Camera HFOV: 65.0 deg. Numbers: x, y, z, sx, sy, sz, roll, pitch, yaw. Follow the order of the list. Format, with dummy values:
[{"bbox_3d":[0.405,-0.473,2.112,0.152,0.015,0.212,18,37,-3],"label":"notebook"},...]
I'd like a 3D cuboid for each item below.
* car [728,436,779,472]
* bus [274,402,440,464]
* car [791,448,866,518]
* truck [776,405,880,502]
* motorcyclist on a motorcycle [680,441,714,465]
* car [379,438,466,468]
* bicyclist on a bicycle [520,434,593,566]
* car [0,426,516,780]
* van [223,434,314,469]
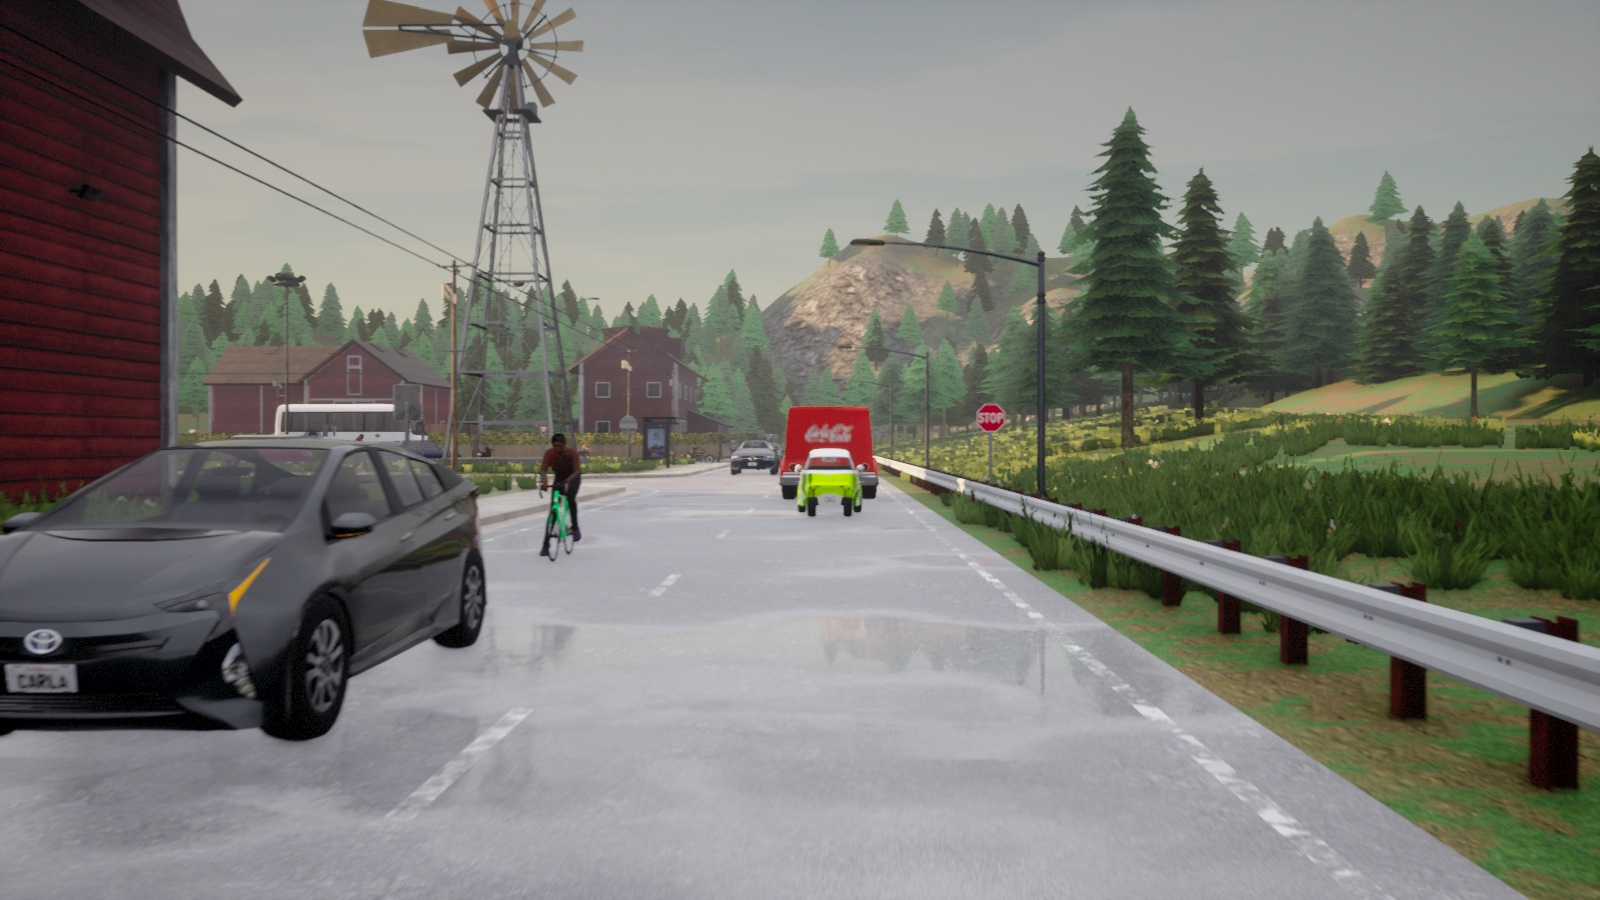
[{"bbox_3d":[-2.189,0.185,59.978,2.152,1.651,5.027,0,0,1],"label":"car"},{"bbox_3d":[-31.047,-1.158,88.395,10.273,4.253,3.944,0,0,1],"label":"bus"},{"bbox_3d":[0.593,0.655,26.129,1.481,1.376,2.207,0,1,1],"label":"car"},{"bbox_3d":[0.766,0.068,34.356,2.627,2.467,5.204,0,0,1],"label":"truck"},{"bbox_3d":[-7.236,0.194,88.075,2.350,1.649,0.766,0,0,0],"label":"motorcyclist on a motorcycle"},{"bbox_3d":[-22.741,0.156,75.768,2.097,1.767,4.553,0,0,43],"label":"car"},{"bbox_3d":[-3.118,0.605,16.224,0.582,1.620,1.656,0,1,1],"label":"bicyclist on a bicycle"},{"bbox_3d":[-3.299,0.647,7.689,2.007,1.525,4.514,0,0,1],"label":"car"},{"bbox_3d":[-30.198,0.069,71.400,4.442,1.987,1.775,0,0,-6],"label":"van"}]
